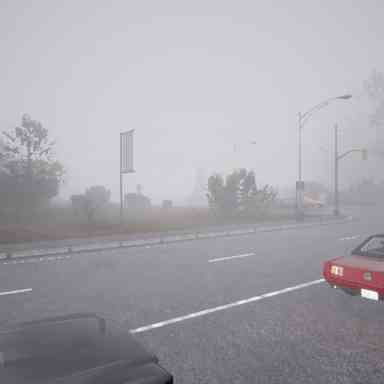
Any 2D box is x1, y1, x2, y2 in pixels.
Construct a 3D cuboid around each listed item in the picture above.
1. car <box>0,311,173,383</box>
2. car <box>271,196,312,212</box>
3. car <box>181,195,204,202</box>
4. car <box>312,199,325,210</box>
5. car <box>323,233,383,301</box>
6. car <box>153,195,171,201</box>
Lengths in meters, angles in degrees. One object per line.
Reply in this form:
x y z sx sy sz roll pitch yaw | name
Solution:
-2.394 1.601 2.028 4.718 1.301 1.895 0 0 -36 | car
10.141 1.404 36.090 1.895 1.301 4.718 -1 0 -39 | car
0.018 1.276 65.724 2.033 1.411 5.357 -1 0 -38 | car
12.766 1.252 38.413 1.882 1.535 5.008 -1 0 -39 | car
5.054 1.570 7.366 4.718 1.301 1.895 0 0 -36 | car
-6.714 1.330 73.992 1.895 1.301 4.718 -1 0 -38 | car
